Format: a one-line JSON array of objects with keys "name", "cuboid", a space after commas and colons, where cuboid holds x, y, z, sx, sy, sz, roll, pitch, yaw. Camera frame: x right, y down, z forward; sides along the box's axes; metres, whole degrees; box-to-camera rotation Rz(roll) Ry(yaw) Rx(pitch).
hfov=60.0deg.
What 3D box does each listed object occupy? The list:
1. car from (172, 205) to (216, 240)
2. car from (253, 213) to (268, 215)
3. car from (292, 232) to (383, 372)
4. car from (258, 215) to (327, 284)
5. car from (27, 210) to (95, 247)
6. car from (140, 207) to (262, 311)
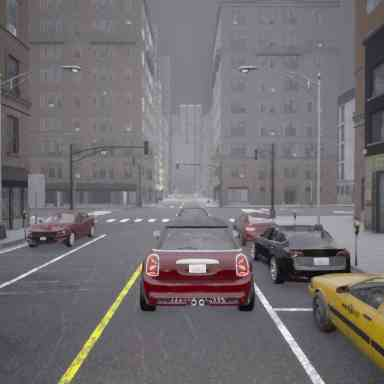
[{"name": "car", "cuboid": [0.066, 1.541, 18.144, 2.033, 1.411, 5.357, 0, 0, 0]}, {"name": "car", "cuboid": [2.841, 1.576, 14.987, 1.802, 1.307, 4.206, -1, 0, 0]}, {"name": "car", "cuboid": [2.859, 1.524, 3.985, 1.752, 1.417, 4.829, -1, 0, 0]}, {"name": "car", "cuboid": [2.850, 1.562, 9.401, 1.947, 1.339, 4.313, -1, 0, 0]}, {"name": "car", "cuboid": [-5.705, 1.539, 14.969, 1.887, 1.381, 4.507, -1, 0, 0]}, {"name": "car", "cuboid": [0.087, 1.349, 7.905, 2.097, 1.767, 4.553, 0, 0, 0]}]
